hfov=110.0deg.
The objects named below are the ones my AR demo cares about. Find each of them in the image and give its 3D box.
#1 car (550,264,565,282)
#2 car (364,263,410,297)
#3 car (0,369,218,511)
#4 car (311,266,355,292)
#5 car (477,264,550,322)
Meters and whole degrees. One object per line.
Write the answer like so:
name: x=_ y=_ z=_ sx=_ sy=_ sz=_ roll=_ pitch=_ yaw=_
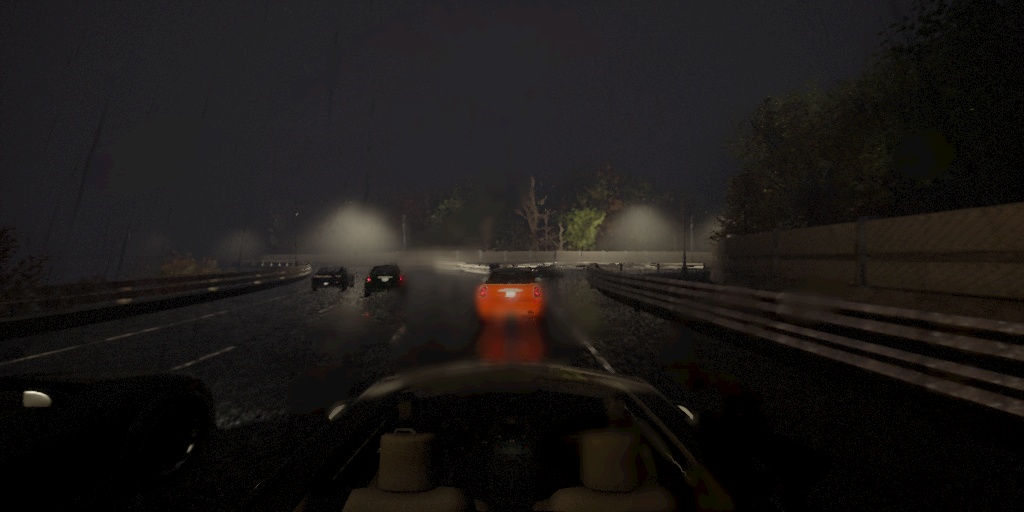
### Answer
car: x=3.349 y=1.428 z=31.737 sx=2.128 sy=1.511 sz=4.902 roll=-1 pitch=-1 yaw=22
car: x=-6.925 y=1.222 z=20.201 sx=2.097 sy=1.767 sz=4.553 roll=0 pitch=0 yaw=-14
car: x=-3.914 y=1.317 z=1.907 sx=1.994 sy=1.385 sz=4.181 roll=0 pitch=0 yaw=-4
car: x=-11.181 y=1.379 z=22.658 sx=2.128 sy=1.511 sz=4.902 roll=0 pitch=0 yaw=-15
car: x=0.025 y=1.171 z=12.700 sx=2.097 sy=1.767 sz=4.553 roll=0 pitch=0 yaw=1
